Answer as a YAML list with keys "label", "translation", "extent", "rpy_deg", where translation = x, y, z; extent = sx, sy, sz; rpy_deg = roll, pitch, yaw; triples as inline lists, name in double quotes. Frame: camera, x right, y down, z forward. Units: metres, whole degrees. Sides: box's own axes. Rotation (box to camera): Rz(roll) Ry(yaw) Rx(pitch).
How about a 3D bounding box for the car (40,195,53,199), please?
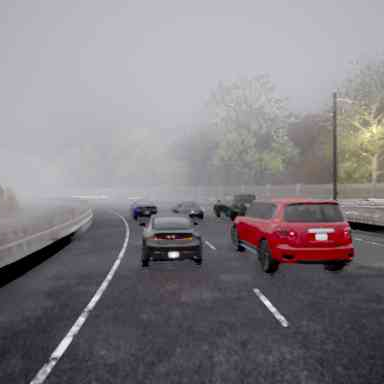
- label: "car"
  translation: [-38.668, 1.425, 85.692]
  extent: [4.674, 1.442, 1.812]
  rpy_deg: [0, 0, 38]

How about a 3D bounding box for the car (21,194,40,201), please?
- label: "car"
  translation: [-40.814, 1.271, 82.927]
  extent: [4.553, 1.767, 2.097]
  rpy_deg: [0, 0, 38]

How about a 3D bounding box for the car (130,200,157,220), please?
- label: "car"
  translation: [-4.176, 1.449, 28.367]
  extent: [1.882, 1.535, 5.008]
  rpy_deg: [0, 0, -16]

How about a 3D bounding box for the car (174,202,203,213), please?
- label: "car"
  translation: [-0.461, 1.520, 27.990]
  extent: [1.994, 1.385, 4.181]
  rpy_deg: [0, 0, -15]

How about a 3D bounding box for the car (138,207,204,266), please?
- label: "car"
  translation: [-0.779, 1.489, 11.632]
  extent: [1.837, 1.490, 4.892]
  rpy_deg: [0, 0, -7]

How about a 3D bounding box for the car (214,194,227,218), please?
- label: "car"
  translation: [3.471, 1.161, 26.912]
  extent: [2.150, 2.045, 5.566]
  rpy_deg: [0, 0, -14]

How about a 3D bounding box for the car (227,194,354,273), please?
- label: "car"
  translation: [2.862, 1.190, 10.751]
  extent: [2.150, 2.045, 5.566]
  rpy_deg: [0, 0, -6]
